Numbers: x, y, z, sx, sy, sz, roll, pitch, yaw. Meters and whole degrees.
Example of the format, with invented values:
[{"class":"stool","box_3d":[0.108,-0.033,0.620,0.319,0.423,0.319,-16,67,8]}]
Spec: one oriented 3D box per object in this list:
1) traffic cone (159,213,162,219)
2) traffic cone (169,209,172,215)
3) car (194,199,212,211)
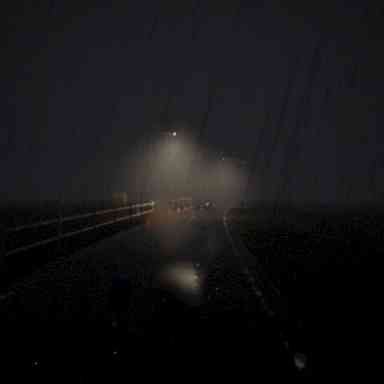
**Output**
[{"class":"traffic cone","box_3d":[-2.569,1.960,27.524,0.340,0.580,0.340,0,0,5]},{"class":"traffic cone","box_3d":[-2.080,1.967,32.540,0.340,0.580,0.340,0,0,6]},{"class":"car","box_3d":[1.485,1.583,42.064,2.033,1.411,5.357,0,0,8]}]
